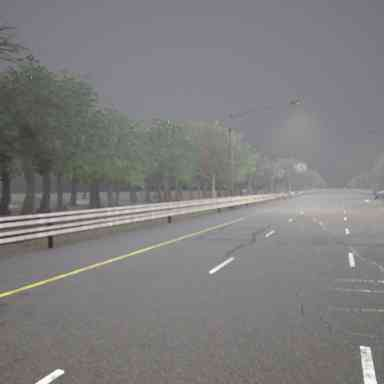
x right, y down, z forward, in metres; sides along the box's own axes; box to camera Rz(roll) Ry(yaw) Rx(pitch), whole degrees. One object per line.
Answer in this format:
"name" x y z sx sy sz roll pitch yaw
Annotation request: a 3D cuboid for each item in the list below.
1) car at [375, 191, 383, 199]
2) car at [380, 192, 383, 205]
"car" 34.304 0.588 60.103 1.812 1.442 4.674 -1 0 33
"car" 23.042 0.992 37.920 1.895 1.301 4.718 -1 1 24
